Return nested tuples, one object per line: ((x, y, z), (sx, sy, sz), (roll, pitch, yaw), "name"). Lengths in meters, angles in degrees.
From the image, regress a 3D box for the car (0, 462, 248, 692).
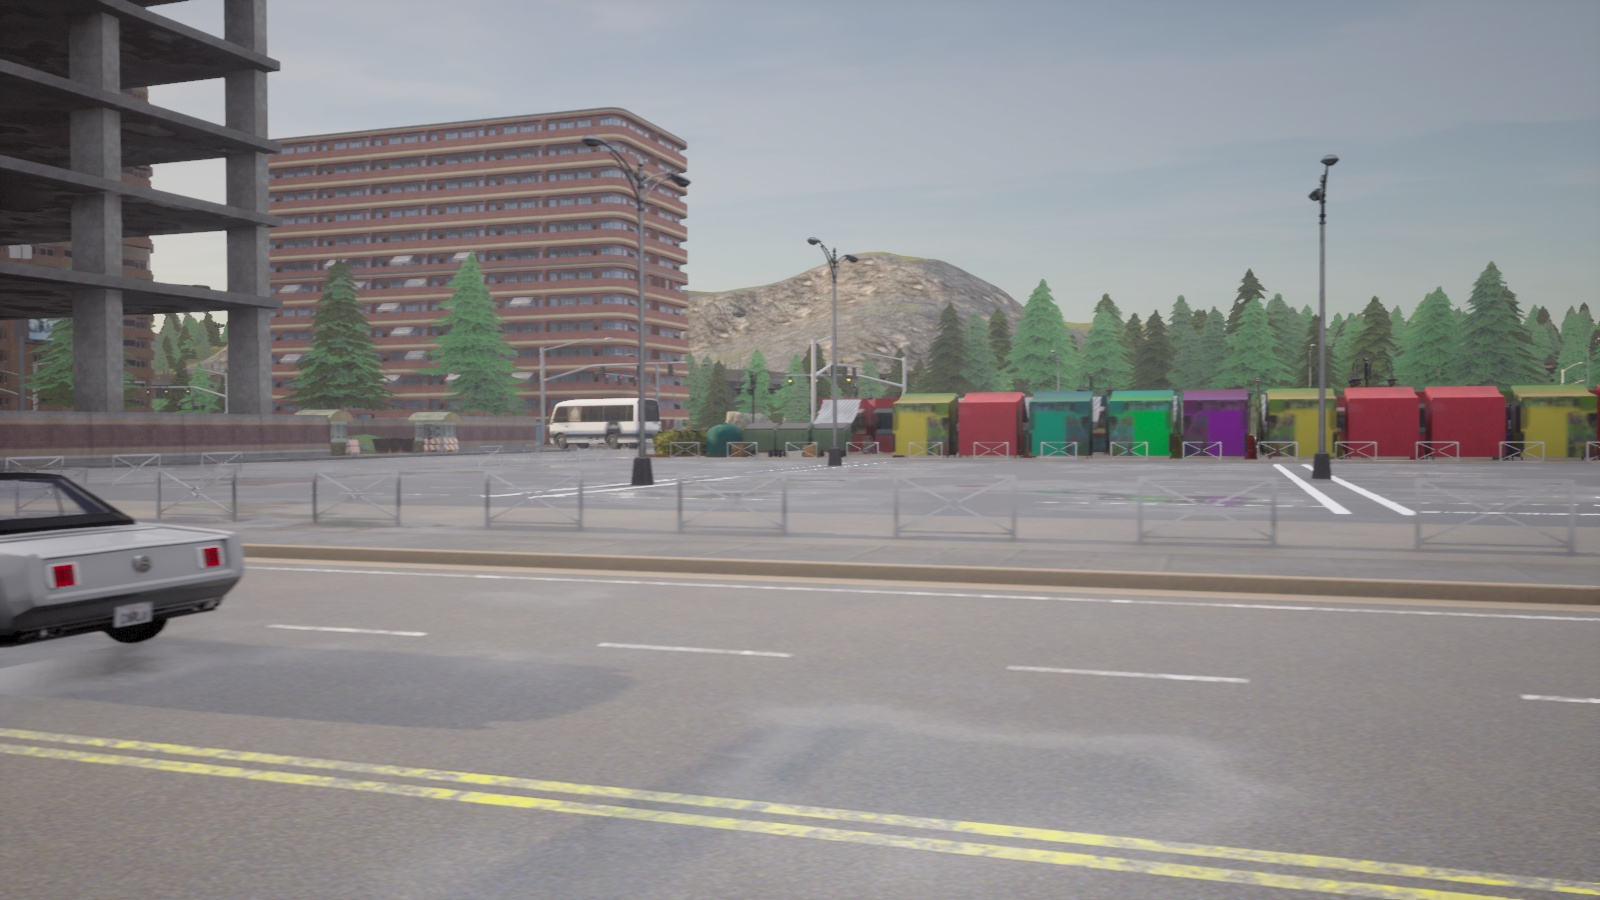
((-6.607, 0.756, 9.110), (4.718, 1.301, 1.895), (1, 1, 19), "car")
